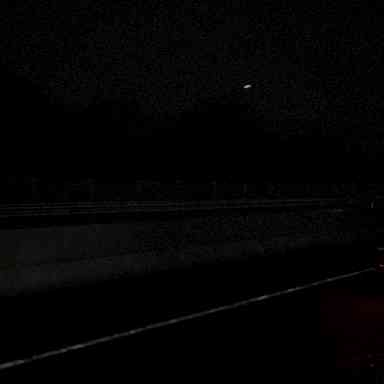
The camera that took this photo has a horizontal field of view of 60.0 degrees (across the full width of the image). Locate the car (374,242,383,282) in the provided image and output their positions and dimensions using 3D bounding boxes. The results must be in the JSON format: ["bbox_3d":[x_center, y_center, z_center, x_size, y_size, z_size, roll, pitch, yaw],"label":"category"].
[{"bbox_3d":[6.455,1.494,8.273,4.902,1.511,2.128,0,0,-35],"label":"car"}]

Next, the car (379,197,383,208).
[{"bbox_3d":[23.295,1.402,36.897,4.892,1.490,1.837,-1,1,-33],"label":"car"}]

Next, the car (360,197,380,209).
[{"bbox_3d":[22.531,1.387,40.580,4.892,1.490,1.837,0,0,-33],"label":"car"}]
